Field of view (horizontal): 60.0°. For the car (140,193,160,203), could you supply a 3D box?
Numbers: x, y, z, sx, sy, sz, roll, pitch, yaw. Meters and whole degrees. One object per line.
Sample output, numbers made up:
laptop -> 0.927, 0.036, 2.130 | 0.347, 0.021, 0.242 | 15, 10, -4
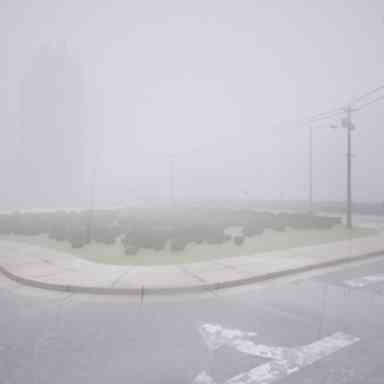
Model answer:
car -> -8.654, 1.302, 68.759 | 2.150, 2.045, 5.566 | 0, 0, -35
